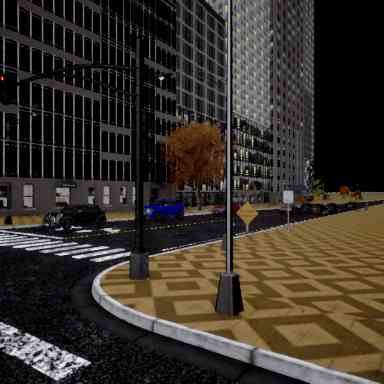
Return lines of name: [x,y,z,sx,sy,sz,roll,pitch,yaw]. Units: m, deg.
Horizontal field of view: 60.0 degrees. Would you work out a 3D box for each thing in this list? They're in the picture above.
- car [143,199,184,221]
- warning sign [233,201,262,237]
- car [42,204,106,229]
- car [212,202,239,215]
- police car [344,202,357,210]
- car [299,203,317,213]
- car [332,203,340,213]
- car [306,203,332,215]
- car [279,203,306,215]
car: [-2.924,1.697,32.693,2.150,2.045,5.566,0,-1,33]
warning sign: [3.102,1.454,18.567,1.300,1.860,1.060,1,1,33]
car: [-8.455,1.648,24.110,2.097,1.767,4.553,0,-1,33]
car: [4.463,2.077,44.113,2.097,1.767,4.553,0,-1,35]
police car: [31.505,2.738,65.842,1.930,1.638,5.238,0,-1,33]
car: [19.135,2.533,54.745,1.837,1.490,4.892,0,-1,33]
car: [23.089,2.574,54.707,1.837,1.490,4.892,0,-1,33]
car: [17.691,2.398,46.317,1.837,1.490,4.892,0,-1,33]
car: [13.820,2.402,46.406,2.033,1.411,5.357,0,-1,33]
